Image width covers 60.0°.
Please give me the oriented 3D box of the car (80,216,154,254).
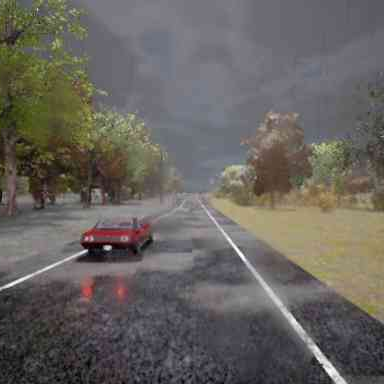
[{"bbox_3d":[-2.753,1.596,13.412,1.895,1.301,4.718,0,0,2],"label":"car"}]
